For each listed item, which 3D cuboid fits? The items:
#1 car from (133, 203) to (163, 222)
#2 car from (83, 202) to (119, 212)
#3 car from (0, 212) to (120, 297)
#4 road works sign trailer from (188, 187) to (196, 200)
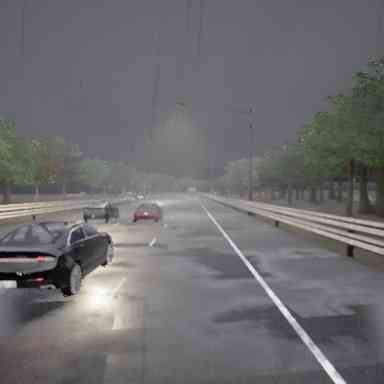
[{"bbox_3d":[-3.402,1.569,26.495,1.994,1.385,4.181,0,0,0],"label":"car"},{"bbox_3d":[-6.903,1.496,25.699,2.128,1.511,4.902,0,0,0],"label":"car"},{"bbox_3d":[-3.401,1.494,8.583,2.128,1.511,4.902,0,0,0],"label":"car"},{"bbox_3d":[-0.009,0.436,90.540,2.380,3.560,2.880,0,0,0],"label":"road works sign trailer"}]
